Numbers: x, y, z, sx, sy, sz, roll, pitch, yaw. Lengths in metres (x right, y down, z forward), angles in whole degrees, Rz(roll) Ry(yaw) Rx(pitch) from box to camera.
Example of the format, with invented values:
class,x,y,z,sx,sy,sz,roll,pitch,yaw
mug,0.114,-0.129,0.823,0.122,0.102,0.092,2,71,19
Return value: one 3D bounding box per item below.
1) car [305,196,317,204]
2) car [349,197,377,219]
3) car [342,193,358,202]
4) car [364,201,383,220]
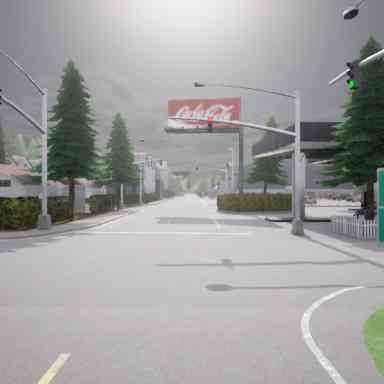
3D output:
class,x,y,z,sx,sy,sz,roll,pitch,yaw
car,22.524,1.548,64.004,1.970,1.475,3.806,0,0,0
car,14.376,1.503,24.940,3.866,1.878,1.905,0,0,0
car,34.931,1.484,71.791,2.007,1.523,4.514,0,0,0
car,18.705,1.670,30.609,4.611,1.667,2.242,0,0,0
